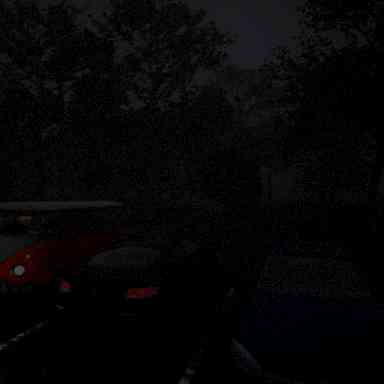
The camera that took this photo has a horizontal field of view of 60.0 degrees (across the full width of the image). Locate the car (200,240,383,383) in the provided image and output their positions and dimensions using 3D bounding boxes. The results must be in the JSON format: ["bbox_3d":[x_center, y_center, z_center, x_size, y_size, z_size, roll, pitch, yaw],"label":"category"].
[{"bbox_3d":[1.677,1.517,4.868,2.002,1.452,4.674,1,0,15],"label":"car"}]

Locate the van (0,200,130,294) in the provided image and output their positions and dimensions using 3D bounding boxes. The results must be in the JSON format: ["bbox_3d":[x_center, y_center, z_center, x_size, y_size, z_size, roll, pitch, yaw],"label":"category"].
[{"bbox_3d":[-3.181,1.205,8.179,1.878,1.987,4.442,1,0,15],"label":"van"}]

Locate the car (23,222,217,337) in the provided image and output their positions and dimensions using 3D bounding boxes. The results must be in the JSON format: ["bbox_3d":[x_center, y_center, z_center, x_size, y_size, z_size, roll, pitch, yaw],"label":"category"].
[{"bbox_3d":[-0.726,1.494,6.587,2.002,1.452,4.674,0,0,15],"label":"car"}]
